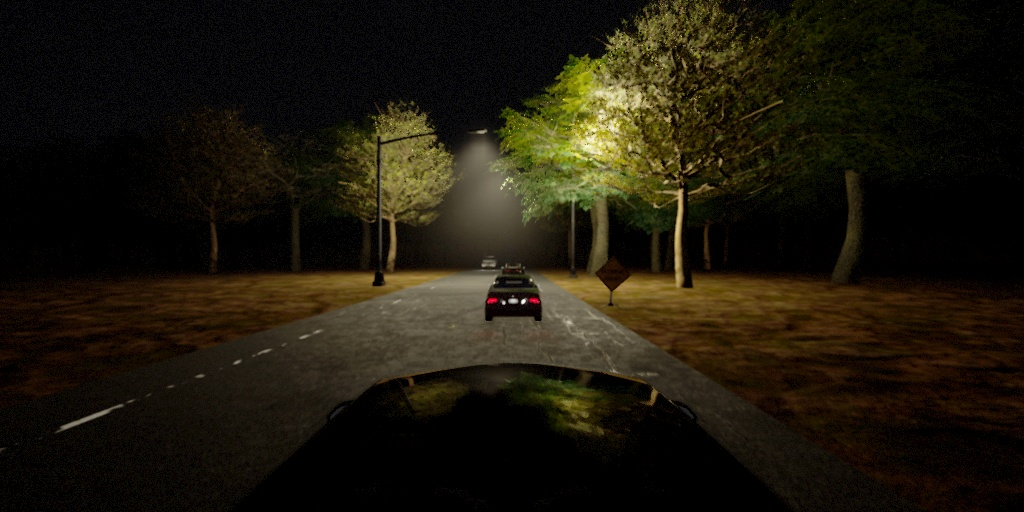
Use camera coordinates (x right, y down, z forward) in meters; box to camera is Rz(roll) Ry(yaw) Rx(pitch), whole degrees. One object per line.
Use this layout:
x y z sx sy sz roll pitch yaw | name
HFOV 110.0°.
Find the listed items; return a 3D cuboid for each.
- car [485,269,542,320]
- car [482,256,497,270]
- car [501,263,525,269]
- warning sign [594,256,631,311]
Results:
0.063 1.359 12.846 2.033 1.411 5.357 0 0 1 | car
-3.488 1.036 56.289 2.150 2.045 5.566 0 0 1 | car
0.113 1.365 31.563 1.837 1.490 4.892 0 0 0 | car
3.564 0.930 13.019 1.300 1.860 1.060 0 0 0 | warning sign
